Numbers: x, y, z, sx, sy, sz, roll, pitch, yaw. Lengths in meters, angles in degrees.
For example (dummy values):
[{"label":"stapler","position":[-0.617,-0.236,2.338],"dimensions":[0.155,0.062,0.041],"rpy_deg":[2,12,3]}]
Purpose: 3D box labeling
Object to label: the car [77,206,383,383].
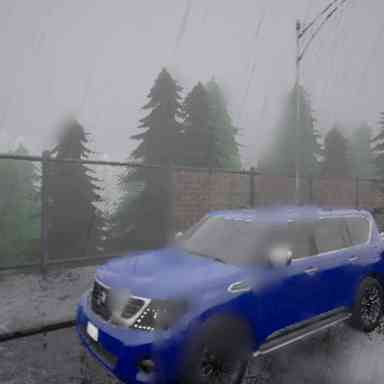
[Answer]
[{"label":"car","position":[1.100,1.274,5.437],"dimensions":[5.566,2.045,2.150],"rpy_deg":[1,-1,-36]}]
